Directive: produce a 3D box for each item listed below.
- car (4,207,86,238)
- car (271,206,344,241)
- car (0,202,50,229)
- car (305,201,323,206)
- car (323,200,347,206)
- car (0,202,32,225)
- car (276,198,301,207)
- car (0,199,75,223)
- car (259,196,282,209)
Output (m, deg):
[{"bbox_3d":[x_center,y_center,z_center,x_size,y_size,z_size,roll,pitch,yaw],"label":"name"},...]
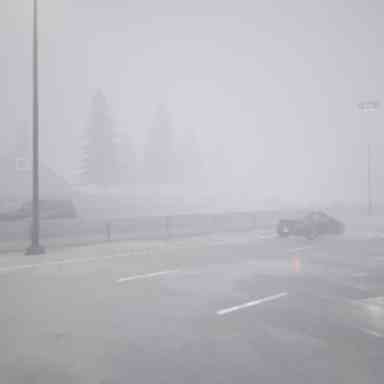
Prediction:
[{"bbox_3d":[-8.398,1.836,19.624,4.181,1.385,1.994,0,-1,-37],"label":"car"},{"bbox_3d":[6.294,1.682,17.629,4.674,1.442,1.812,0,-1,-41],"label":"car"},{"bbox_3d":[-13.236,1.711,24.754,4.553,1.767,2.097,0,-1,-37],"label":"car"},{"bbox_3d":[18.985,2.009,51.503,1.994,1.385,4.181,-1,-1,38],"label":"car"},{"bbox_3d":[21.216,1.908,48.652,1.837,1.490,4.892,-1,-1,39],"label":"car"},{"bbox_3d":[-15.793,1.754,27.205,4.553,1.767,2.097,0,-1,-37],"label":"car"},{"bbox_3d":[15.554,2.083,52.764,1.895,1.301,4.718,-1,-1,39],"label":"car"},{"bbox_3d":[-10.540,1.537,22.361,5.566,2.045,2.150,0,-1,-37],"label":"car"},{"bbox_3d":[13.355,1.749,55.620,2.150,2.045,5.566,-1,-1,38],"label":"car"}]
